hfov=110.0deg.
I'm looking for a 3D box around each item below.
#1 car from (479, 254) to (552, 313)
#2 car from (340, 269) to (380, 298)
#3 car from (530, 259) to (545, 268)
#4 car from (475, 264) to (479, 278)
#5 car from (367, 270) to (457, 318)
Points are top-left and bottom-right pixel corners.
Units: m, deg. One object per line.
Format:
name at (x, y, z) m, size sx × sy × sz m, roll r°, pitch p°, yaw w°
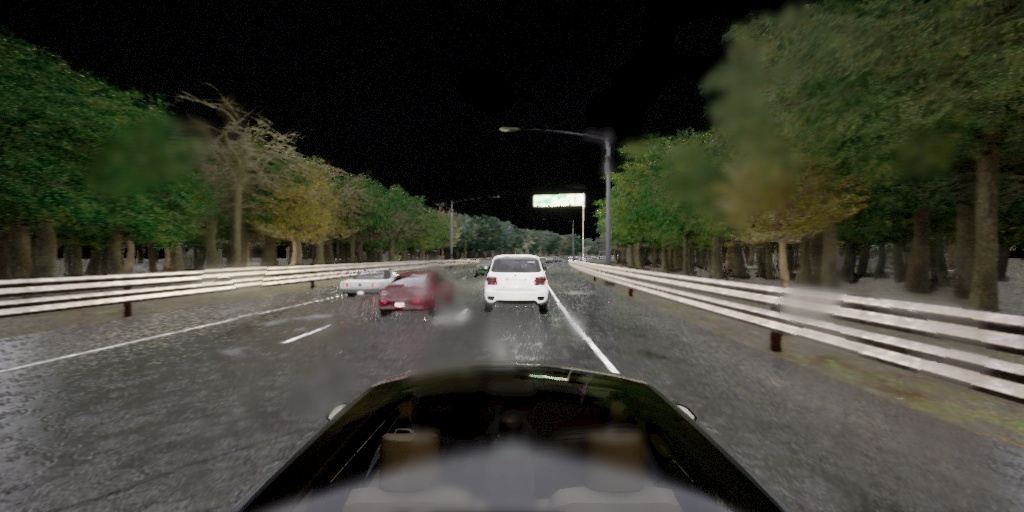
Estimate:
car at (0.214, 0.959, 14.137) m, size 2.150 × 2.045 × 5.566 m, roll 0°, pitch 0°, yaw 2°
car at (-6.564, 1.319, 17.999) m, size 1.895 × 1.301 × 4.718 m, roll 0°, pitch 0°, yaw 2°
car at (4.383, 1.214, 60.641) m, size 2.033 × 1.411 × 5.357 m, roll 0°, pitch 0°, yaw 8°
car at (-2.064, 1.056, 33.596) m, size 2.097 × 1.767 × 4.553 m, roll 0°, pitch 0°, yaw 5°
car at (-3.225, 1.258, 12.864) m, size 1.812 × 1.442 × 4.674 m, roll 0°, pitch 0°, yaw 2°
